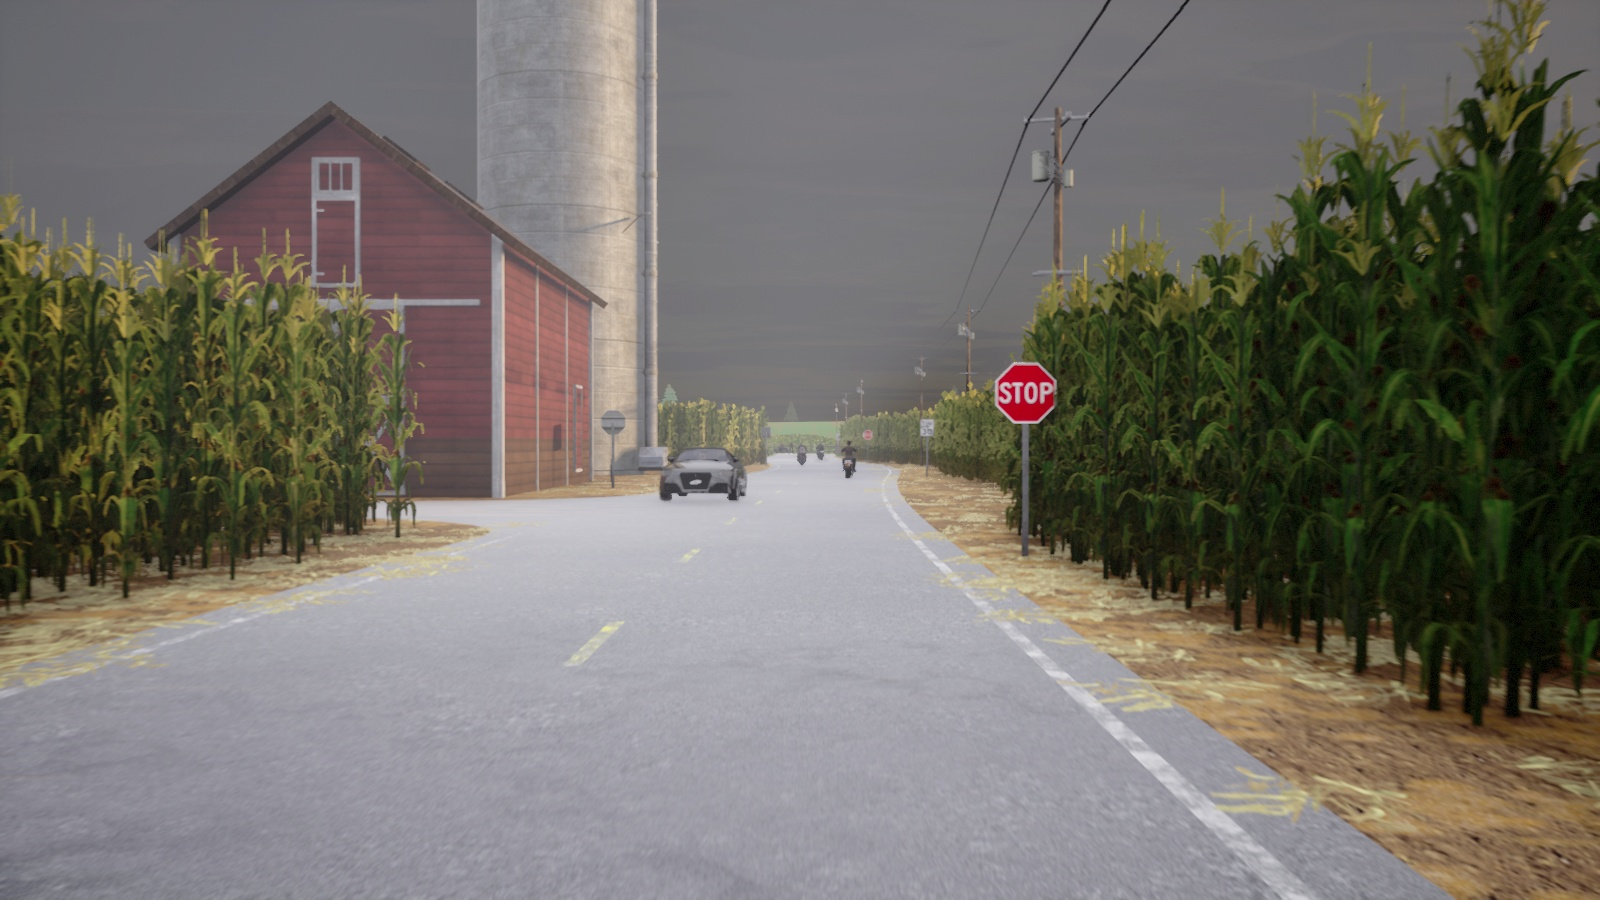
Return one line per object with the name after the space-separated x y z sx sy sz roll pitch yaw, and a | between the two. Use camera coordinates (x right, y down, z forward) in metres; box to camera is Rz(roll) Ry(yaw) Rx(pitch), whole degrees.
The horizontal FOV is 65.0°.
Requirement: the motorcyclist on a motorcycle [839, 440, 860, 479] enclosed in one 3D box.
2.126 0.394 53.992 0.766 1.649 2.350 0 0 5 | motorcyclist on a motorcycle

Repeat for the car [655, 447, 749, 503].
-2.530 0.620 33.391 1.994 1.385 4.181 0 0 3 | car
